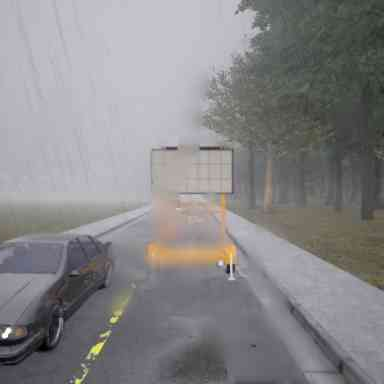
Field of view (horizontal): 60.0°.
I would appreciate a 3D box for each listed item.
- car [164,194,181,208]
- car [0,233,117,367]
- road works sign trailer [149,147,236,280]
[{"bbox_3d":[-2.778,1.213,47.821,2.150,2.045,5.566,0,0,0],"label":"car"},{"bbox_3d":[-2.839,1.546,6.416,2.033,1.411,5.357,0,0,0],"label":"car"},{"bbox_3d":[0.016,0.463,9.895,2.380,3.560,2.880,0,0,0],"label":"road works sign trailer"}]
